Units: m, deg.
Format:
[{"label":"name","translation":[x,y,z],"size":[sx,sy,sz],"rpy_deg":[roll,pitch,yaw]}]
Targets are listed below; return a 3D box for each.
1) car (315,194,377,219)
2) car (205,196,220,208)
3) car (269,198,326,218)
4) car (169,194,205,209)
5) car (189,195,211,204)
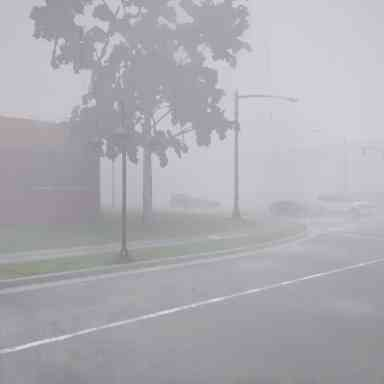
[{"label":"car","translation":[13.570,1.222,30.089],"size":[2.150,2.045,5.566],"rpy_deg":[0,0,-34]},{"label":"car","translation":[1.984,1.601,47.439],"size":[1.895,1.301,4.718],"rpy_deg":[0,0,-33]},{"label":"car","translation":[9.247,1.506,30.247],"size":[1.837,1.490,4.892],"rpy_deg":[0,0,-34]},{"label":"car","translation":[-1.044,1.224,45.676],"size":[2.150,2.045,5.566],"rpy_deg":[0,0,-34]},{"label":"car","translation":[1.627,1.478,66.989],"size":[1.882,1.535,5.008],"rpy_deg":[0,0,-34]}]
